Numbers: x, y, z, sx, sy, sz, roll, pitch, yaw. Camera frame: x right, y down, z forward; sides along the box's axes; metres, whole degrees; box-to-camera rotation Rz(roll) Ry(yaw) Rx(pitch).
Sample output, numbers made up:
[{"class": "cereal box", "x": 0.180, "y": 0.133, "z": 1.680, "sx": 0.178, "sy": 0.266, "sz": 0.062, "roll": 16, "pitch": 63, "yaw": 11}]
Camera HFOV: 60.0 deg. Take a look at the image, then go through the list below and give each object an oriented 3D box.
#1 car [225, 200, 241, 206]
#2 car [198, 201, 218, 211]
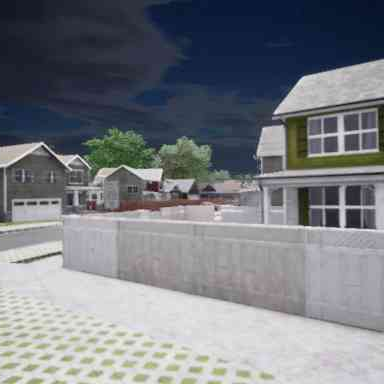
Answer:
[{"class": "car", "x": 7.160, "y": 2.092, "z": 58.233, "sx": 2.128, "sy": 1.511, "sz": 4.902, "roll": -1, "pitch": -1, "yaw": 24}, {"class": "car", "x": 2.226, "y": 2.032, "z": 46.534, "sx": 1.812, "sy": 1.442, "sz": 4.674, "roll": -1, "pitch": -1, "yaw": 22}]
